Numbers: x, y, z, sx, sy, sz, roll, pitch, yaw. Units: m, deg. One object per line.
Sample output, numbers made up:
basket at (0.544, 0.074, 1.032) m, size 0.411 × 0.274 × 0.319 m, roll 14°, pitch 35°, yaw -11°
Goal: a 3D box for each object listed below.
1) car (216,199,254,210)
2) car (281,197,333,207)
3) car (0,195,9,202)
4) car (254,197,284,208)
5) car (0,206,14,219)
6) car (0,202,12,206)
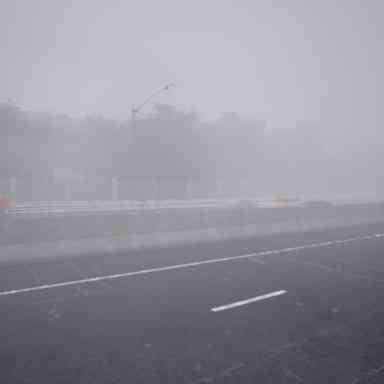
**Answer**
car at (4.509, 1.444, 32.691) m, size 4.674 × 1.442 × 1.812 m, roll -1°, pitch 0°, yaw -34°
car at (10.105, 1.407, 28.034) m, size 4.892 × 1.490 × 1.837 m, roll -1°, pitch 0°, yaw -34°
car at (-13.817, 1.203, 19.923) m, size 5.566 × 2.045 × 2.150 m, roll 0°, pitch 0°, yaw -35°
car at (8.466, 1.248, 31.148) m, size 4.553 × 1.767 × 2.097 m, roll -1°, pitch 0°, yaw -34°
car at (-9.901, 1.534, 14.121) m, size 5.357 × 1.411 × 2.033 m, roll 0°, pitch 0°, yaw -35°
car at (-11.826, 1.475, 17.038) m, size 4.902 × 1.511 × 2.128 m, roll 0°, pitch 0°, yaw -35°
